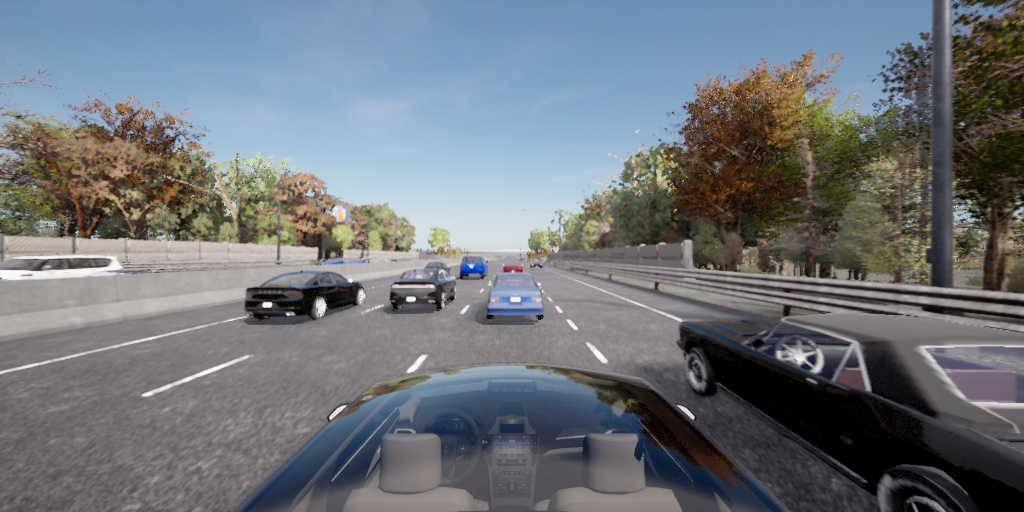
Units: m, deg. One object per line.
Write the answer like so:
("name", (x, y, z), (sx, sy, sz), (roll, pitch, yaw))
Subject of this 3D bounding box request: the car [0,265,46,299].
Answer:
("car", (-24.600, 1.230, 15.690), (1.882, 1.535, 5.008), (0, 0, 0))

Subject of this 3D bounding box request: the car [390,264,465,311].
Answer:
("car", (-3.399, 1.242, 14.488), (2.128, 1.511, 4.902), (0, 0, 0))

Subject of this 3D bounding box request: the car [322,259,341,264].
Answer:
("car", (-28.031, 1.255, 56.576), (1.882, 1.535, 5.008), (0, 0, 1))

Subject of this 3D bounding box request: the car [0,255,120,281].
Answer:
("car", (-21.100, 0.973, 16.233), (2.150, 2.045, 5.566), (0, 0, 0))

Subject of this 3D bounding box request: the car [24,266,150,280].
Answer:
("car", (-17.598, 1.316, 15.834), (1.994, 1.385, 4.181), (0, 0, 0))

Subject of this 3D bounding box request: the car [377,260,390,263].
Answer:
("car", (-21.028, 1.305, 58.647), (1.812, 1.442, 4.674), (0, 0, 1))

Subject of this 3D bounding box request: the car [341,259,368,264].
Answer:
("car", (-24.538, 1.255, 56.739), (1.882, 1.535, 5.008), (0, 0, 1))

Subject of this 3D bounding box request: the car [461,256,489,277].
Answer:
("car", (-3.403, 0.980, 32.646), (2.150, 2.045, 5.566), (0, 0, 0))

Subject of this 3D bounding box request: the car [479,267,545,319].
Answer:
("car", (0.100, 1.297, 12.796), (2.033, 1.411, 5.357), (0, 0, 0))

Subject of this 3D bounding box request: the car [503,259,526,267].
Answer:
("car", (0.101, 1.238, 35.042), (1.882, 1.535, 5.008), (0, 0, 0))

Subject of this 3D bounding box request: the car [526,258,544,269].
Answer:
("car", (3.500, 1.241, 52.110), (1.895, 1.301, 4.718), (0, 0, 0))

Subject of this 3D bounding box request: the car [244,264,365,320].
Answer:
("car", (-6.898, 1.228, 12.584), (1.882, 1.535, 5.008), (0, 0, 0))

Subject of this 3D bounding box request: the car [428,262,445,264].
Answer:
("car", (-6.901, 1.264, 33.511), (1.837, 1.490, 4.892), (0, 0, 0))

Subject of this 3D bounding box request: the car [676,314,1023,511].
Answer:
("car", (3.411, 1.218, 3.463), (1.895, 1.301, 4.718), (0, 0, 2))

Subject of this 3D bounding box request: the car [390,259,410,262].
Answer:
("car", (-17.541, 1.256, 57.899), (1.882, 1.535, 5.008), (0, 0, 1))
